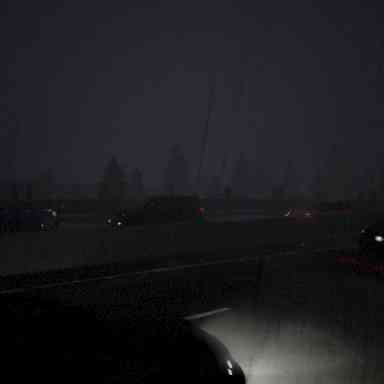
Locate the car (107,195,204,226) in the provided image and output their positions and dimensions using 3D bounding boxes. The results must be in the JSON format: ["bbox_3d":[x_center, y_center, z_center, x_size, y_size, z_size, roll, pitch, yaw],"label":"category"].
[{"bbox_3d":[-1.953,1.191,19.004,5.566,2.045,2.150,0,0,-29],"label":"car"}]

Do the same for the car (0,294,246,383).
[{"bbox_3d":[-1.543,1.553,2.491,4.181,1.385,1.994,0,0,-35],"label":"car"}]

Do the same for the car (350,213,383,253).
[{"bbox_3d":[8.170,1.567,12.228,4.181,1.385,1.994,0,0,-26],"label":"car"}]

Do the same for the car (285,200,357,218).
[{"bbox_3d":[7.752,1.355,19.968,4.553,1.767,2.097,0,0,-24],"label":"car"}]

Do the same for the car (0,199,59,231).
[{"bbox_3d":[-9.832,1.290,18.178,4.553,1.767,2.097,0,0,-33],"label":"car"}]
